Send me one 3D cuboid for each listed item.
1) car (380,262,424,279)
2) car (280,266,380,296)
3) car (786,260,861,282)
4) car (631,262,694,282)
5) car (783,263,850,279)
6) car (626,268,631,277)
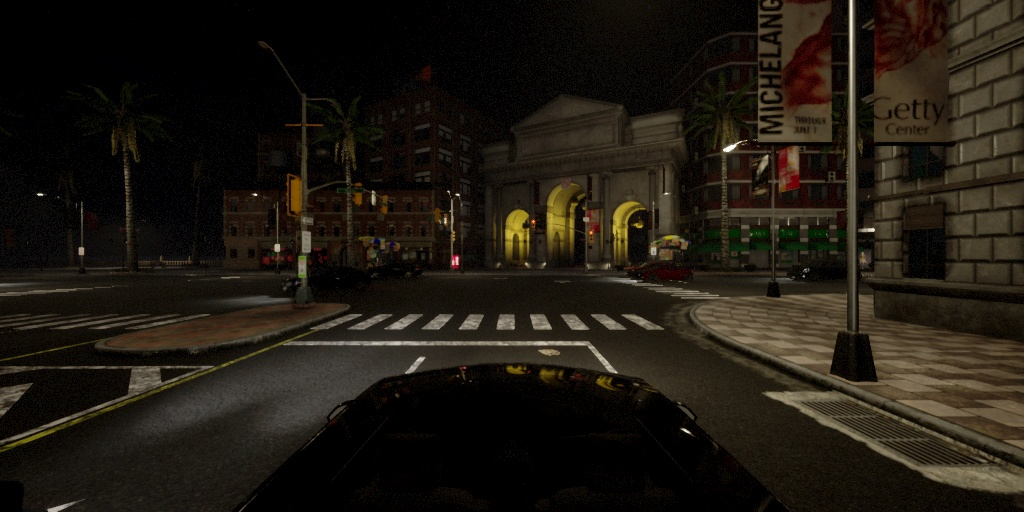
[{"bbox_3d":[-10.357,1.255,31.990,4.892,1.490,1.837,0,0,0],"label":"car"},{"bbox_3d":[-9.854,1.276,19.395,1.812,1.442,4.674,-1,0,31],"label":"car"},{"bbox_3d":[24.446,1.102,28.234,4.553,1.767,2.097,0,0,1],"label":"car"},{"bbox_3d":[12.050,1.314,28.346,4.181,1.385,1.994,0,0,0],"label":"car"},{"bbox_3d":[26.838,1.314,31.695,4.181,1.385,1.994,0,0,1],"label":"car"},{"bbox_3d":[12.519,1.275,31.845,4.674,1.442,1.812,0,0,0],"label":"car"}]
